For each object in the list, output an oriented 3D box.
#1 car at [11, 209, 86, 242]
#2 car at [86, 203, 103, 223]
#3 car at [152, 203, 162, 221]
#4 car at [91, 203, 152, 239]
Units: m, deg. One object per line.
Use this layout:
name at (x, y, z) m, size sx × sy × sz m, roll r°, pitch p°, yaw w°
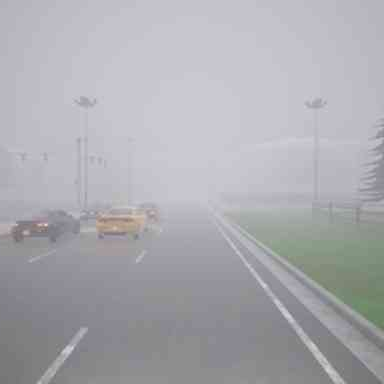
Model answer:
car at (-6.943, 1.528, 16.205) m, size 1.812 × 1.442 × 4.674 m, roll 0°, pitch 0°, yaw 0°
car at (-6.969, 1.549, 25.726) m, size 2.033 × 1.411 × 5.357 m, roll 0°, pitch 0°, yaw 0°
car at (-3.475, 1.547, 26.732) m, size 2.033 × 1.411 × 5.357 m, roll 0°, pitch 0°, yaw 0°
car at (-3.446, 1.478, 17.258) m, size 1.882 × 1.535 × 5.008 m, roll 0°, pitch -1°, yaw 0°
